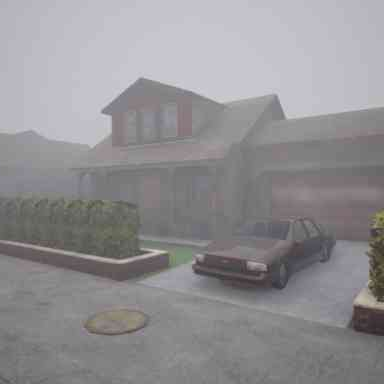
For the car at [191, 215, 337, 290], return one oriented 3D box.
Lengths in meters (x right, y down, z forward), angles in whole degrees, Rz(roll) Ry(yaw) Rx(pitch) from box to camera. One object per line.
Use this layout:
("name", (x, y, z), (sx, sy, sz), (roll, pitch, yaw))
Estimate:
("car", (2.279, 1.356, 8.862), (2.033, 1.415, 5.357), (0, 0, 39))
